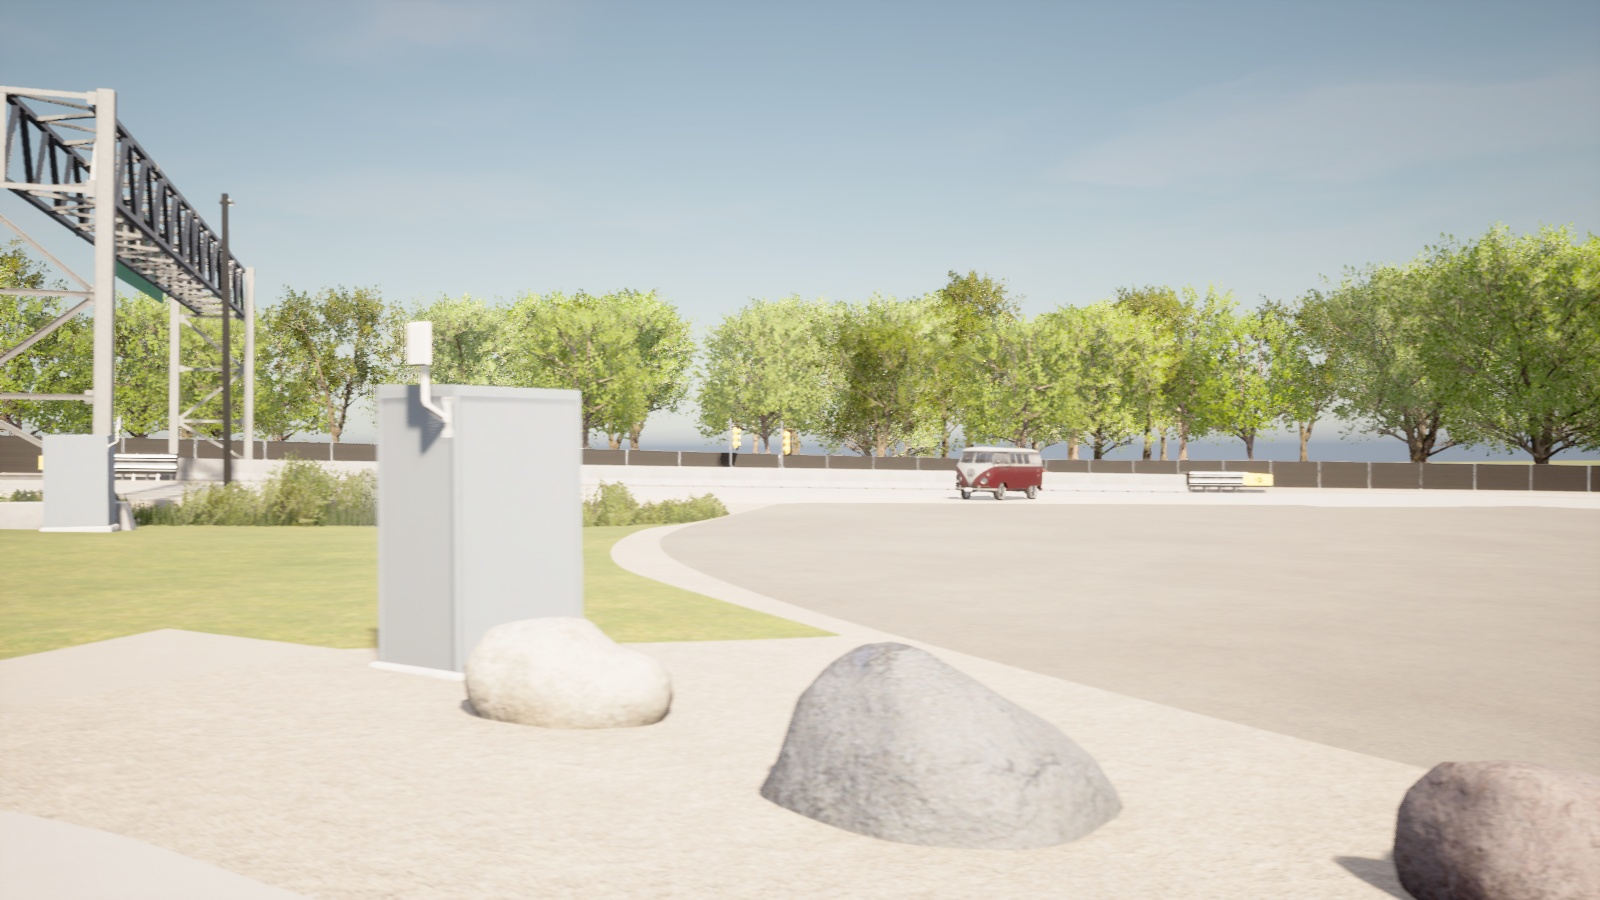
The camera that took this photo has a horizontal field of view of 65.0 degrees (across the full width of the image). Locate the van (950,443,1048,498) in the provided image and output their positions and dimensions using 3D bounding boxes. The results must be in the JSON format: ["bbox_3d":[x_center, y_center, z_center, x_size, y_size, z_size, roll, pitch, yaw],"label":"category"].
[{"bbox_3d":[7.571,0.749,47.536,1.775,1.987,4.442,0,0,37],"label":"van"}]
